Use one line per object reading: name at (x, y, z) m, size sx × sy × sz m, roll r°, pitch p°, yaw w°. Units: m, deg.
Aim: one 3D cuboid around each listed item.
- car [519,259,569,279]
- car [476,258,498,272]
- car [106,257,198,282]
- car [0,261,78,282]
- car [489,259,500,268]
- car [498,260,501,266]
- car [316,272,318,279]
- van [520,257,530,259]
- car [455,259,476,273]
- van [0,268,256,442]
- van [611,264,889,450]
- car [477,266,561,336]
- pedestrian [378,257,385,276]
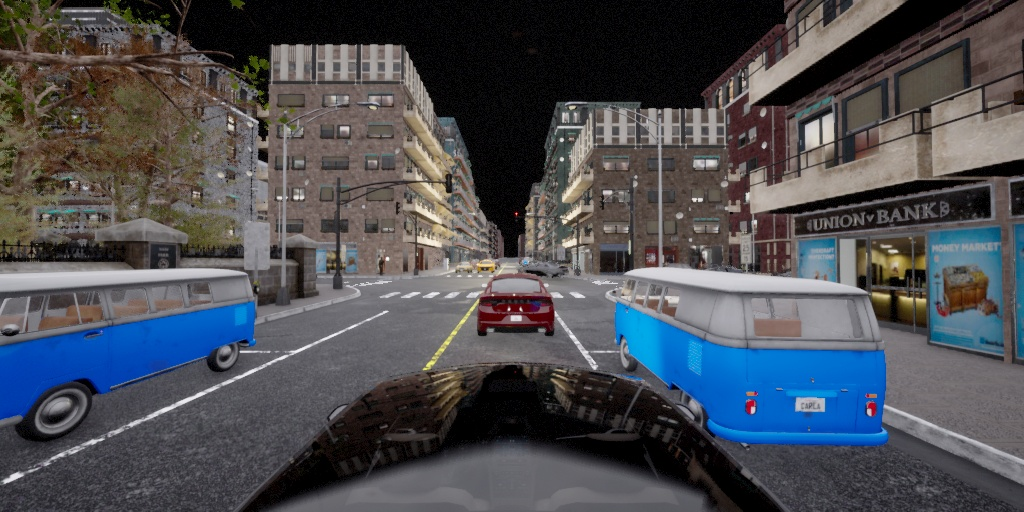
car at (2.644, 1.259, 31.731) m, size 4.902 × 1.511 × 2.128 m, roll 0°, pitch 1°, yaw 39°
car at (-3.111, 1.244, 43.692) m, size 1.882 × 1.535 × 5.008 m, roll 0°, pitch 0°, yaw 0°
car at (-25.837, 0.950, 25.856) m, size 4.553 × 1.767 × 2.097 m, roll 0°, pitch -1°, yaw 1°
car at (-35.364, 1.094, 25.972) m, size 5.357 × 1.411 × 2.033 m, roll 0°, pitch -1°, yaw 1°
car at (-3.070, 1.302, 64.867) m, size 1.812 × 1.442 × 4.674 m, roll 0°, pitch 0°, yaw 0°
car at (-3.109, 1.318, 54.315) m, size 2.033 × 1.411 × 5.357 m, roll 0°, pitch 0°, yaw 0°
car at (-16.610, 1.139, 25.746) m, size 4.902 × 1.511 × 2.128 m, roll 0°, pitch -1°, yaw 1°
van at (2.678, 1.114, 59.928) m, size 1.690 × 1.789 × 3.998 m, roll 0°, pitch 0°, yaw 0°
car at (-5.699, 1.291, 42.829) m, size 1.751 × 1.417 × 4.829 m, roll 0°, pitch 0°, yaw 0°
van at (-5.657, 1.092, 5.055) m, size 1.690 × 1.789 × 3.998 m, roll 0°, pitch 0°, yaw 0°
van at (2.658, 1.092, 5.055) m, size 1.690 × 1.789 × 3.998 m, roll 0°, pitch 0°, yaw 0°
car at (0.096, 1.230, 10.416) m, size 1.882 × 1.535 × 5.008 m, roll 0°, pitch 0°, yaw 0°
pedestrian at (-12.547, 0.969, 34.440) m, size 0.375 × 1.860 × 0.375 m, roll 0°, pitch -1°, yaw 1°
